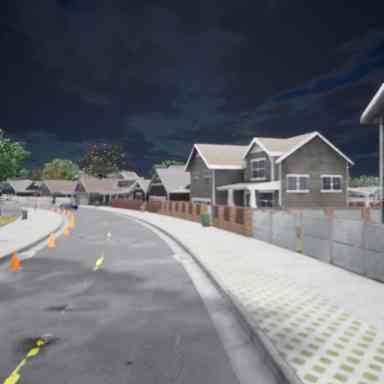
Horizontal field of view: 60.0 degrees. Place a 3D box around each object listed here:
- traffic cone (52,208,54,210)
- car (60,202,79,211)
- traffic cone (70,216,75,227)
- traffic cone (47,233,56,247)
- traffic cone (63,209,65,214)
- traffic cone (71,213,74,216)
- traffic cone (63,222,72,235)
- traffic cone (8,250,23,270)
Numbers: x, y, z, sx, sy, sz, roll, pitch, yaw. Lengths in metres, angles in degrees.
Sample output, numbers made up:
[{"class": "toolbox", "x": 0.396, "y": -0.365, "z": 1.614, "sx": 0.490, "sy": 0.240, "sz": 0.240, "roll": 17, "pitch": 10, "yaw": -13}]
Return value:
[{"class": "traffic cone", "x": -21.320, "y": 2.520, "z": 51.040, "sx": 0.340, "sy": 0.580, "sz": 0.340, "roll": 0, "pitch": 0, "yaw": -33}, {"class": "car", "x": -18.606, "y": 2.144, "z": 50.319, "sx": 1.895, "sy": 1.301, "sz": 4.718, "roll": 0, "pitch": 0, "yaw": -32}, {"class": "traffic cone", "x": -8.855, "y": 2.302, "z": 24.627, "sx": 0.340, "sy": 0.580, "sz": 0.340, "roll": 0, "pitch": -1, "yaw": -17}, {"class": "traffic cone", "x": -6.402, "y": 2.173, "z": 15.176, "sx": 0.340, "sy": 0.580, "sz": 0.340, "roll": 0, "pitch": -1, "yaw": -12}, {"class": "traffic cone", "x": -16.347, "y": 2.473, "z": 42.637, "sx": 0.340, "sy": 0.580, "sz": 0.340, "roll": 0, "pitch": 0, "yaw": -28}, {"class": "traffic cone", "x": -10.410, "y": 2.356, "z": 29.256, "sx": 0.340, "sy": 0.580, "sz": 0.340, "roll": 0, "pitch": 0, "yaw": -20}, {"class": "traffic cone", "x": -7.518, "y": 2.241, "z": 19.930, "sx": 0.340, "sy": 0.580, "sz": 0.340, "roll": 0, "pitch": -1, "yaw": -15}, {"class": "traffic cone", "x": -5.510, "y": 2.105, "z": 10.374, "sx": 0.340, "sy": 0.580, "sz": 0.340, "roll": 0, "pitch": -1, "yaw": -9}]
